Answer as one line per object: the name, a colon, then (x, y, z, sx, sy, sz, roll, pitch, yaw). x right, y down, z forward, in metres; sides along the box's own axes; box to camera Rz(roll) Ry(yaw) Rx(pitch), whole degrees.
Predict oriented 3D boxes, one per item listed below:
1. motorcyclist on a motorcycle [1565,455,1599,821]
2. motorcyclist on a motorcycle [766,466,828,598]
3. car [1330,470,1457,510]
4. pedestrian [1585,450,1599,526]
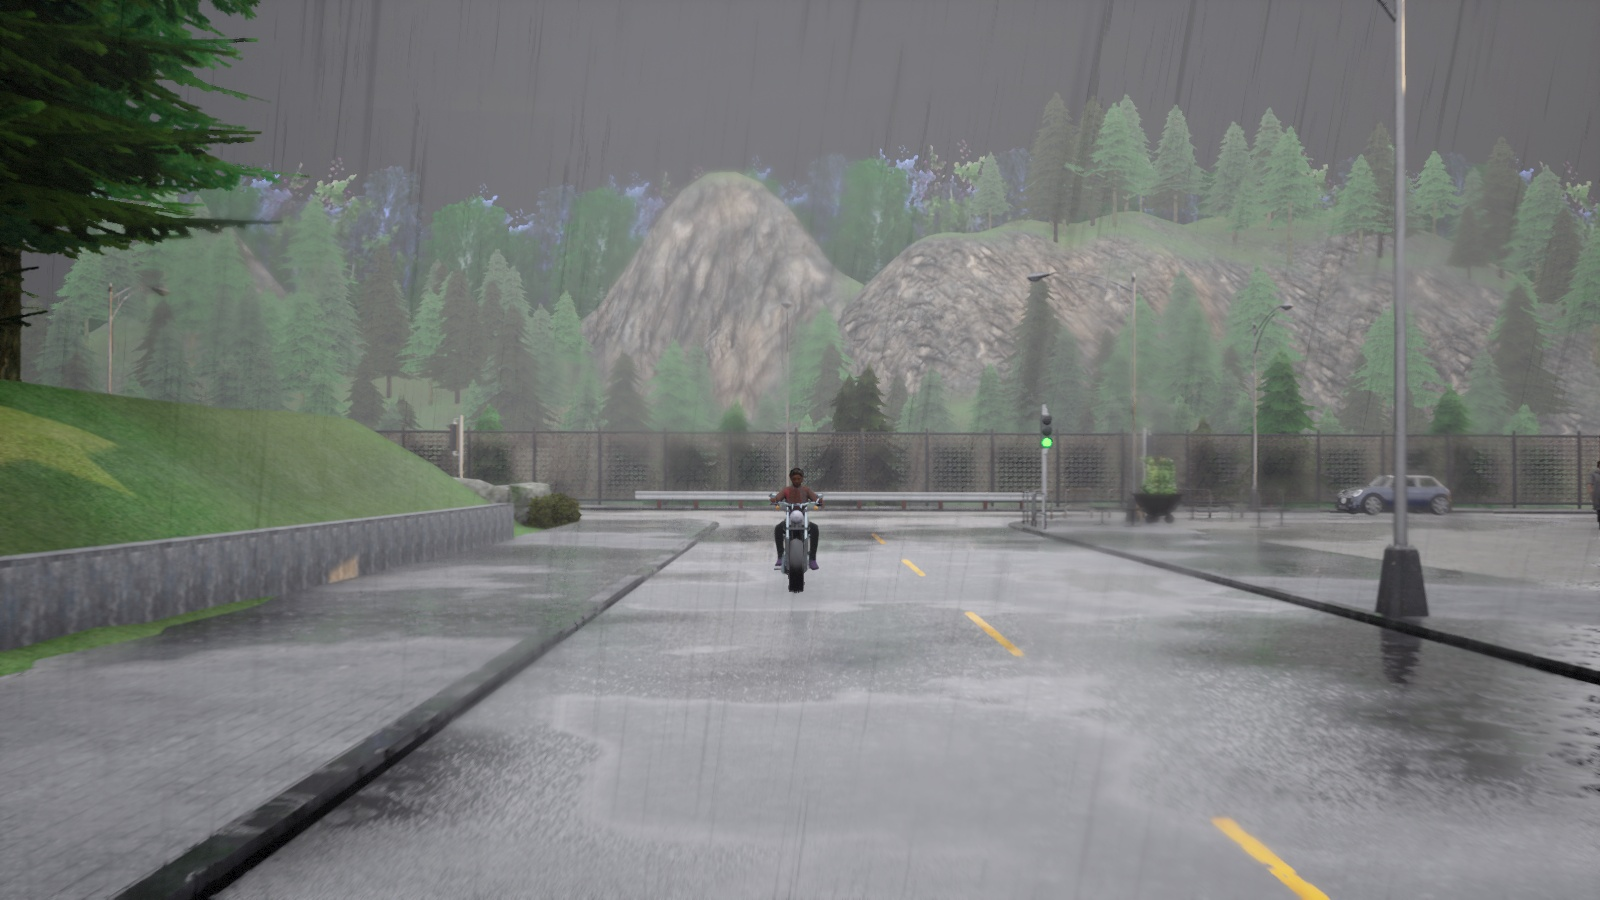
motorcyclist on a motorcycle: (3.991, 0.828, 4.726, 0.766, 1.649, 2.350, 0, -1, 0)
motorcyclist on a motorcycle: (-0.038, 1.049, 16.929, 0.766, 1.649, 2.350, 0, -1, 0)
car: (22.264, 1.481, 47.194, 3.806, 1.475, 1.970, 0, -1, 0)
pedestrian: (21.055, 0.992, 32.976, 0.659, 1.952, 0.873, -1, -1, 27)
